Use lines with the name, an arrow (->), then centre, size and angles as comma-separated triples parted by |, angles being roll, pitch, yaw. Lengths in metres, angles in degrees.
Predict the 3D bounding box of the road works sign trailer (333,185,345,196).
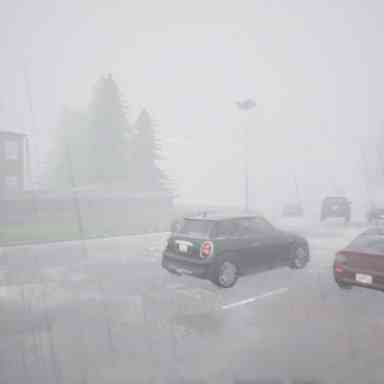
road works sign trailer -> 24.088, 0.701, 54.799 | 2.380, 3.560, 2.880 | 0, 0, -17

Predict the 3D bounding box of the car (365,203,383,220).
car -> 15.029, 1.627, 26.593 | 1.812, 1.442, 4.674 | 0, 0, 24

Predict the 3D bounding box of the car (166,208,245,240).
car -> 0.818, 1.678, 18.410 | 4.181, 1.385, 1.994 | 0, 0, -43

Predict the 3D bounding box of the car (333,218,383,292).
car -> 5.146, 1.556, 8.141 | 4.674, 1.442, 1.812 | 0, 0, -41

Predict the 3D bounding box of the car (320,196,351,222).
car -> 12.071, 1.345, 28.060 | 2.150, 2.045, 5.566 | 0, 0, 23

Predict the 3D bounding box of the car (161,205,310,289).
car -> 1.425, 1.408, 9.603 | 4.553, 1.767, 2.097 | 0, -1, -40

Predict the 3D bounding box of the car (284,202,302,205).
car -> 10.259, 1.731, 33.736 | 1.994, 1.385, 4.181 | 0, 0, 17
